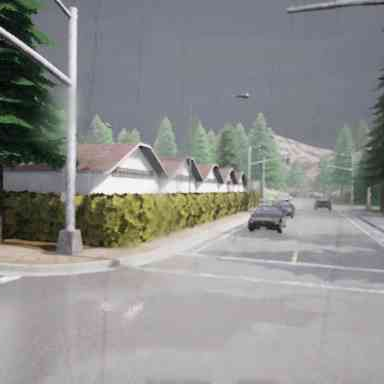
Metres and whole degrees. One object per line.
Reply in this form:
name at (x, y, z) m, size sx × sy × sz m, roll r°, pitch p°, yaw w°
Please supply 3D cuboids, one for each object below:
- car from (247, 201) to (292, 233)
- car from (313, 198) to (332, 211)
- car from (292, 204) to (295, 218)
car at (4.660, 1.520, 20.029) m, size 2.033 × 1.411 × 5.357 m, roll 1°, pitch 1°, yaw 20°
car at (15.834, 1.451, 40.380) m, size 1.837 × 1.490 × 4.892 m, roll 1°, pitch 0°, yaw 18°
car at (8.030, 1.496, 29.357) m, size 1.994 × 1.385 × 4.181 m, roll 1°, pitch 1°, yaw 20°
